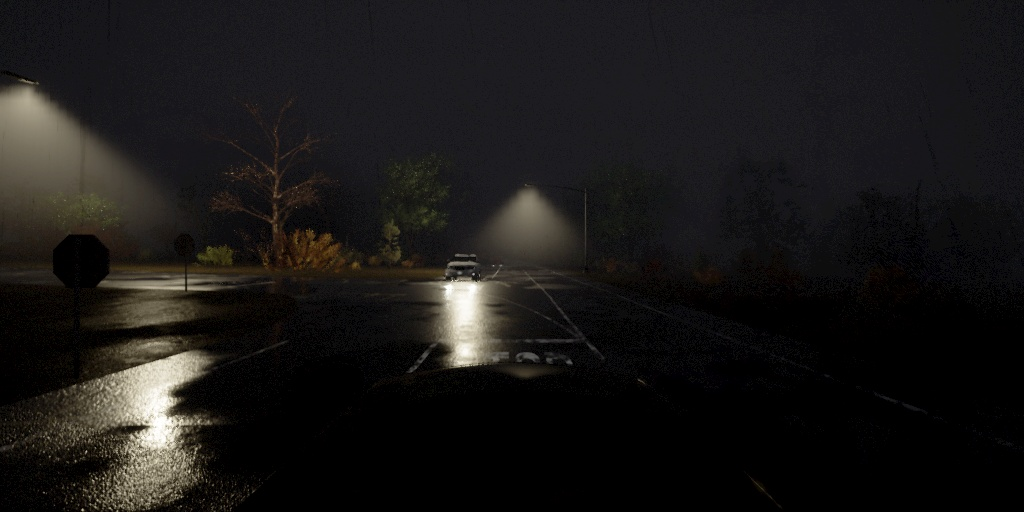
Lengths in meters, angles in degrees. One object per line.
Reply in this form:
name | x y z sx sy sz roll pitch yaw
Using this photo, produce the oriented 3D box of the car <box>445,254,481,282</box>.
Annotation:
car | -3.520 0.871 26.901 2.150 2.045 5.566 1 -2 0
